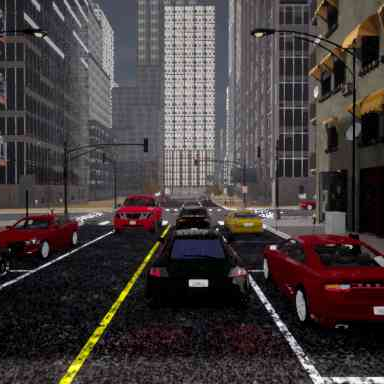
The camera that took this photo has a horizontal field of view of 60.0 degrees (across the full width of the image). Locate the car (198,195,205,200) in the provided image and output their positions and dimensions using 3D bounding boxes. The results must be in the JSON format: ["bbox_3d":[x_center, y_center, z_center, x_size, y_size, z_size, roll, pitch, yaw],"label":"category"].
[{"bbox_3d":[2.738,1.582,94.870,1.802,1.307,4.206,-1,0,0],"label":"car"}]

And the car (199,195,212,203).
[{"bbox_3d":[2.716,1.437,61.513,1.967,1.590,4.097,-1,0,0],"label":"car"}]

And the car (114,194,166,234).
[{"bbox_3d":[-2.990,1.205,19.591,2.150,2.045,5.566,0,0,0],"label":"car"}]

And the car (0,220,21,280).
[{"bbox_3d":[-5.696,1.439,6.958,1.967,1.590,4.097,-1,0,0],"label":"car"}]

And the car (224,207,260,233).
[{"bbox_3d":[2.692,1.523,18.156,1.752,1.417,4.829,-1,0,0],"label":"car"}]

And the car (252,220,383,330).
[{"bbox_3d":[2.686,1.544,6.940,1.887,1.381,4.507,-1,0,0],"label":"car"}]

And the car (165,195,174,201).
[{"bbox_3d":[-5.650,1.524,83.587,1.752,1.417,4.829,-1,0,0],"label":"car"}]

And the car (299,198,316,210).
[{"bbox_3d":[14.273,1.256,37.104,4.507,1.381,1.887,-1,1,0],"label":"car"}]

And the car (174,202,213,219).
[{"bbox_3d":[0.087,1.503,17.807,1.837,1.490,4.892,0,0,-1],"label":"car"}]

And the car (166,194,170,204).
[{"bbox_3d":[-5.663,1.542,61.519,1.887,1.381,4.507,-1,0,0],"label":"car"}]

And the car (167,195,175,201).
[{"bbox_3d":[-5.646,1.544,89.316,1.887,1.381,4.507,-1,0,0],"label":"car"}]

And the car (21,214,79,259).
[{"bbox_3d":[-5.692,1.543,12.482,1.887,1.381,4.507,-1,0,0],"label":"car"}]

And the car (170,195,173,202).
[{"bbox_3d":[-5.661,1.313,67.079,2.192,1.841,5.009,-1,0,0],"label":"car"}]

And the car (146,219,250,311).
[{"bbox_3d":[0.107,1.563,7.823,1.994,1.385,4.181,0,0,0],"label":"car"}]
